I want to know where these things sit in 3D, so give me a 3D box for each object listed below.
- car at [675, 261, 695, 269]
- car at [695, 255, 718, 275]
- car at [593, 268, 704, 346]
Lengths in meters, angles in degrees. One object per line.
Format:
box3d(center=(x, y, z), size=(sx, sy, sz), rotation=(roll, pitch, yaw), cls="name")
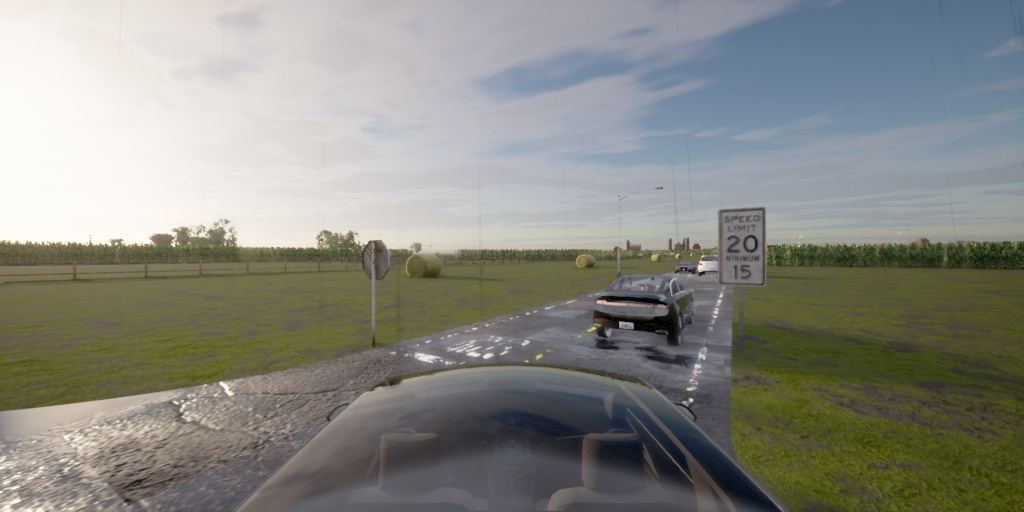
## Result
box3d(center=(19.857, 1.282, 40.943), size=(1.994, 1.385, 4.181), rotation=(0, 0, 32), cls="car")
box3d(center=(20.151, 0.945, 36.093), size=(2.150, 2.045, 5.566), rotation=(0, 0, 33), cls="car")
box3d(center=(3.670, 1.241, 9.566), size=(2.128, 1.511, 4.902), rotation=(0, 0, 32), cls="car")
